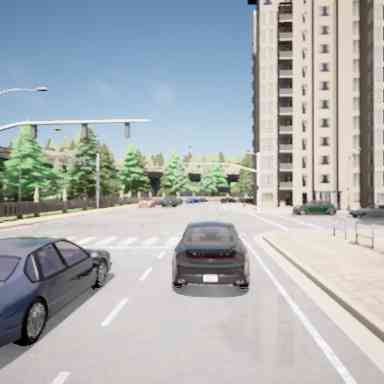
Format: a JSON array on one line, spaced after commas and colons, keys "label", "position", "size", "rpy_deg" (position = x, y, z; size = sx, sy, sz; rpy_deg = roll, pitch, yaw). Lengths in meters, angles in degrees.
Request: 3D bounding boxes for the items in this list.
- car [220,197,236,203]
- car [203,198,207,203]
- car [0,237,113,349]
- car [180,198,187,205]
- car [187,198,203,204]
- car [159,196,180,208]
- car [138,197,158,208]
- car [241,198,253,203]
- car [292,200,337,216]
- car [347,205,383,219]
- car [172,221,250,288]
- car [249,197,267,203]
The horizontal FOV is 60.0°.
[{"label": "car", "position": [9.283, 2.125, 84.932], "size": [4.892, 1.490, 1.837], "rpy_deg": [0, -1, -43]}, {"label": "car", "position": [1.904, 2.175, 87.314], "size": [2.033, 1.411, 5.357], "rpy_deg": [0, -1, 38]}, {"label": "car", "position": [-3.156, 1.592, 6.388], "size": [2.033, 1.411, 5.357], "rpy_deg": [0, 0, 4]}, {"label": "car", "position": [-3.096, 1.987, 68.563], "size": [2.128, 1.511, 4.902], "rpy_deg": [0, 0, 9]}, {"label": "car", "position": [0.170, 2.048, 78.526], "size": [1.882, 1.535, 5.008], "rpy_deg": [0, 0, 24]}, {"label": "car", "position": [-3.895, 1.644, 58.585], "size": [2.150, 2.045, 5.566], "rpy_deg": [0, 0, 4]}, {"label": "car", "position": [-7.574, 1.751, 55.805], "size": [2.097, 1.767, 4.553], "rpy_deg": [0, 0, 4]}, {"label": "car", "position": [14.640, 2.153, 84.783], "size": [4.902, 1.511, 2.128], "rpy_deg": [0, -1, -34]}, {"label": "car", "position": [13.360, 1.684, 36.526], "size": [4.553, 1.767, 2.097], "rpy_deg": [0, 0, 4]}, {"label": "car", "position": [17.997, 1.910, 32.771], "size": [4.718, 1.301, 1.895], "rpy_deg": [0, 0, 2]}, {"label": "car", "position": [0.534, 1.577, 9.485], "size": [1.837, 1.490, 4.892], "rpy_deg": [0, 0, 3]}, {"label": "car", "position": [17.928, 2.197, 90.604], "size": [4.674, 1.442, 1.812], "rpy_deg": [0, 0, -21]}]
